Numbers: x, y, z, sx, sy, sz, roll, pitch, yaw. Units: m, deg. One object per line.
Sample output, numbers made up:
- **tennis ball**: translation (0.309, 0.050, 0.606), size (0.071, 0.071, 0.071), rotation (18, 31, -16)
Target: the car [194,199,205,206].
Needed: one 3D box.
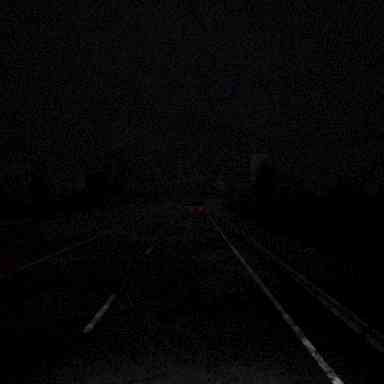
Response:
- **car**: translation (1.738, 2.303, 73.050), size (2.128, 1.511, 4.902), rotation (0, -1, 5)

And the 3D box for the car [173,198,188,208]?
- **car**: translation (-2.486, 2.215, 62.599), size (2.033, 1.411, 5.357), rotation (0, -1, 3)

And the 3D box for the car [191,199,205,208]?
- **car**: translation (1.035, 2.022, 62.826), size (2.097, 1.767, 4.553), rotation (0, -1, 4)
